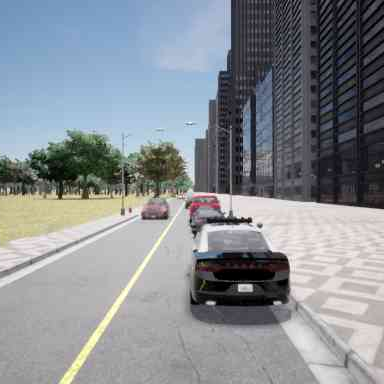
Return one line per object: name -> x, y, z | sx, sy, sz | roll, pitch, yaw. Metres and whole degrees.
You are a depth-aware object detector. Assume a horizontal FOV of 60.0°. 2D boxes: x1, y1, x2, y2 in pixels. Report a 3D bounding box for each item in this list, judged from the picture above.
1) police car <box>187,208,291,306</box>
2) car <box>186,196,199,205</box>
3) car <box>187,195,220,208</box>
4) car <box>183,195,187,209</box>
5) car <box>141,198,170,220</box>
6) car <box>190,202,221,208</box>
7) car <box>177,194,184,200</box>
police car -> 0.907, 1.425, 8.230 | 1.930, 1.638, 5.238 | 0, 0, 0
car -> 0.038, 1.422, 58.028 | 2.128, 1.511, 4.902 | 0, 0, 0
car -> 0.915, 1.213, 24.152 | 2.150, 2.045, 5.566 | 0, 0, 0
car -> 0.054, 1.461, 44.989 | 1.837, 1.490, 4.892 | 0, 0, 1
car -> -2.981, 1.337, 27.973 | 2.097, 1.767, 4.553 | 0, 0, 0
car -> 0.913, 1.521, 18.121 | 1.812, 1.442, 4.674 | 0, 0, 0
car -> -2.944, 1.189, 87.443 | 2.097, 1.767, 4.553 | 0, 0, 0
